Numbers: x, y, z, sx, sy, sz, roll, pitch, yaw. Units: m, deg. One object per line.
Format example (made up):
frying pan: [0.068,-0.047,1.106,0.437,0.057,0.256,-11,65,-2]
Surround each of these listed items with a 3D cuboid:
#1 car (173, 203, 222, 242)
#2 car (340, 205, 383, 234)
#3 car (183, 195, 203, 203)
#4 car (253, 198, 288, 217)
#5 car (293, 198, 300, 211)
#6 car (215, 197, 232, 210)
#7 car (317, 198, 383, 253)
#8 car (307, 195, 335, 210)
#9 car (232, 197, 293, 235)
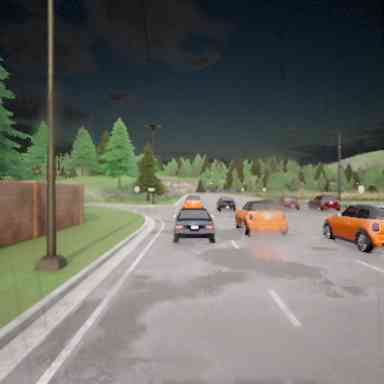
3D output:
car: [0.079,1.456,15.839,2.033,1.411,5.357,0,0,0]
car: [10.618,1.489,19.415,1.895,1.301,4.718,0,0,0]
car: [0.135,1.145,35.930,2.097,1.767,4.553,0,0,0]
car: [7.130,1.370,30.809,2.033,1.411,5.357,0,0,0]
car: [10.636,1.311,37.256,1.812,1.442,4.674,0,0,0]
car: [3.635,1.296,36.306,1.837,1.490,4.892,0,0,0]
car: [7.111,1.273,13.517,2.097,1.767,4.553,0,0,0]
car: [14.135,1.145,35.918,2.097,1.767,4.553,0,0,0]
car: [3.616,1.247,18.003,2.097,1.767,4.553,0,0,0]
